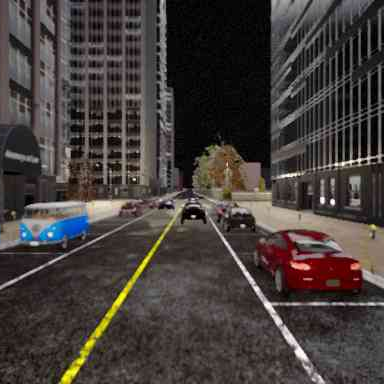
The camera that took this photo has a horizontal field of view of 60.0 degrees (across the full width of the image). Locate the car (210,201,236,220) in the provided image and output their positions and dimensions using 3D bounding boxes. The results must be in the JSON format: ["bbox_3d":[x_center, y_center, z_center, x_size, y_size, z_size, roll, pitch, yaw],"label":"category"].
[{"bbox_3d":[2.692,1.437,25.487,1.967,1.590,4.097,0,0,0],"label":"car"}]

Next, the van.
[{"bbox_3d":[-5.689,1.339,14.106,1.690,1.788,3.998,0,0,0],"label":"van"}]

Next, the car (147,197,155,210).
[{"bbox_3d":[-5.687,1.565,42.571,1.802,1.307,4.206,0,0,0],"label":"car"}]

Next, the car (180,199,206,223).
[{"bbox_3d":[0.101,1.522,25.233,1.812,1.442,4.674,0,0,0],"label":"car"}]

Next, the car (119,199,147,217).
[{"bbox_3d":[-5.688,1.576,31.183,1.802,1.307,4.206,0,0,0],"label":"car"}]

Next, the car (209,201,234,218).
[{"bbox_3d":[2.692,1.545,31.180,2.008,1.369,4.403,0,0,0],"label":"car"}]

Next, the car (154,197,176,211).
[{"bbox_3d":[-3.073,1.549,40.853,1.994,1.385,4.181,0,0,0],"label":"car"}]

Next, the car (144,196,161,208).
[{"bbox_3d":[-5.687,1.414,48.263,1.967,1.590,4.097,0,0,0],"label":"car"}]

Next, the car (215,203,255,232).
[{"bbox_3d":[2.691,1.548,19.795,2.008,1.369,4.403,0,0,0],"label":"car"}]

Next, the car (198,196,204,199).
[{"bbox_3d":[0.102,1.531,42.360,2.033,1.411,5.357,0,0,0],"label":"car"}]

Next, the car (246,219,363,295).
[{"bbox_3d":[2.691,1.581,8.411,1.802,1.307,4.206,0,0,0],"label":"car"}]
